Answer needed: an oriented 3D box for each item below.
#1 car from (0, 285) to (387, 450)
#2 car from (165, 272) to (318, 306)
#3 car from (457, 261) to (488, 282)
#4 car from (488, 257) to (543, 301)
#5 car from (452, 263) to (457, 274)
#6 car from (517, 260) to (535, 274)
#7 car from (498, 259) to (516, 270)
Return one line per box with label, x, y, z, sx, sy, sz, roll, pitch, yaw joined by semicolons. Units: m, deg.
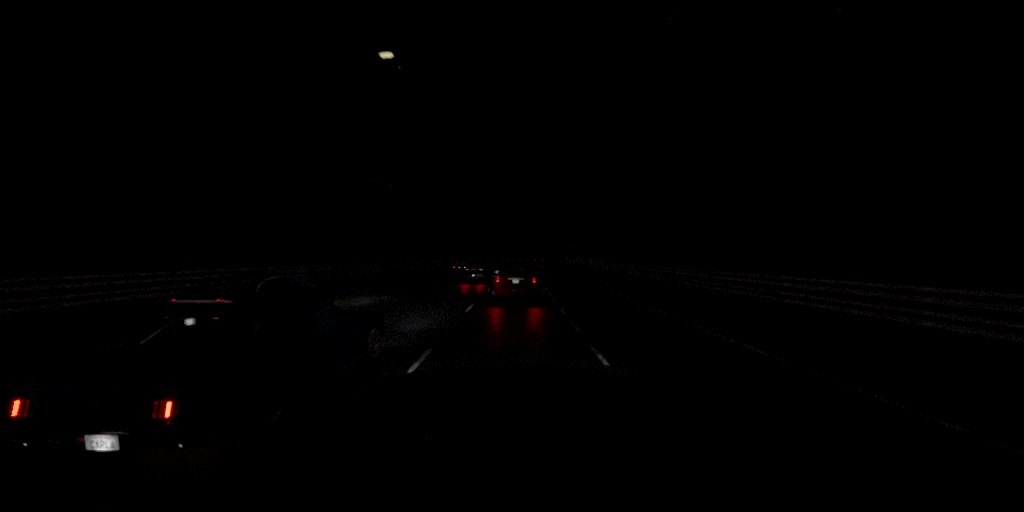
car;-3.533;1.334;5.335;1.895;1.301;4.718;0;0;0
car;-6.940;1.210;10.174;2.128;1.511;4.902;0;0;1
car;-2.737;1.237;29.317;2.128;1.511;4.902;0;0;3
car;0.236;1.107;17.427;2.097;1.767;4.553;0;0;2
car;-5.447;1.286;41.115;2.033;1.411;5.357;0;0;5
car;1.698;1.281;42.438;1.837;1.490;4.892;0;0;5
car;-0.671;1.262;54.220;2.128;1.511;4.902;0;0;6
